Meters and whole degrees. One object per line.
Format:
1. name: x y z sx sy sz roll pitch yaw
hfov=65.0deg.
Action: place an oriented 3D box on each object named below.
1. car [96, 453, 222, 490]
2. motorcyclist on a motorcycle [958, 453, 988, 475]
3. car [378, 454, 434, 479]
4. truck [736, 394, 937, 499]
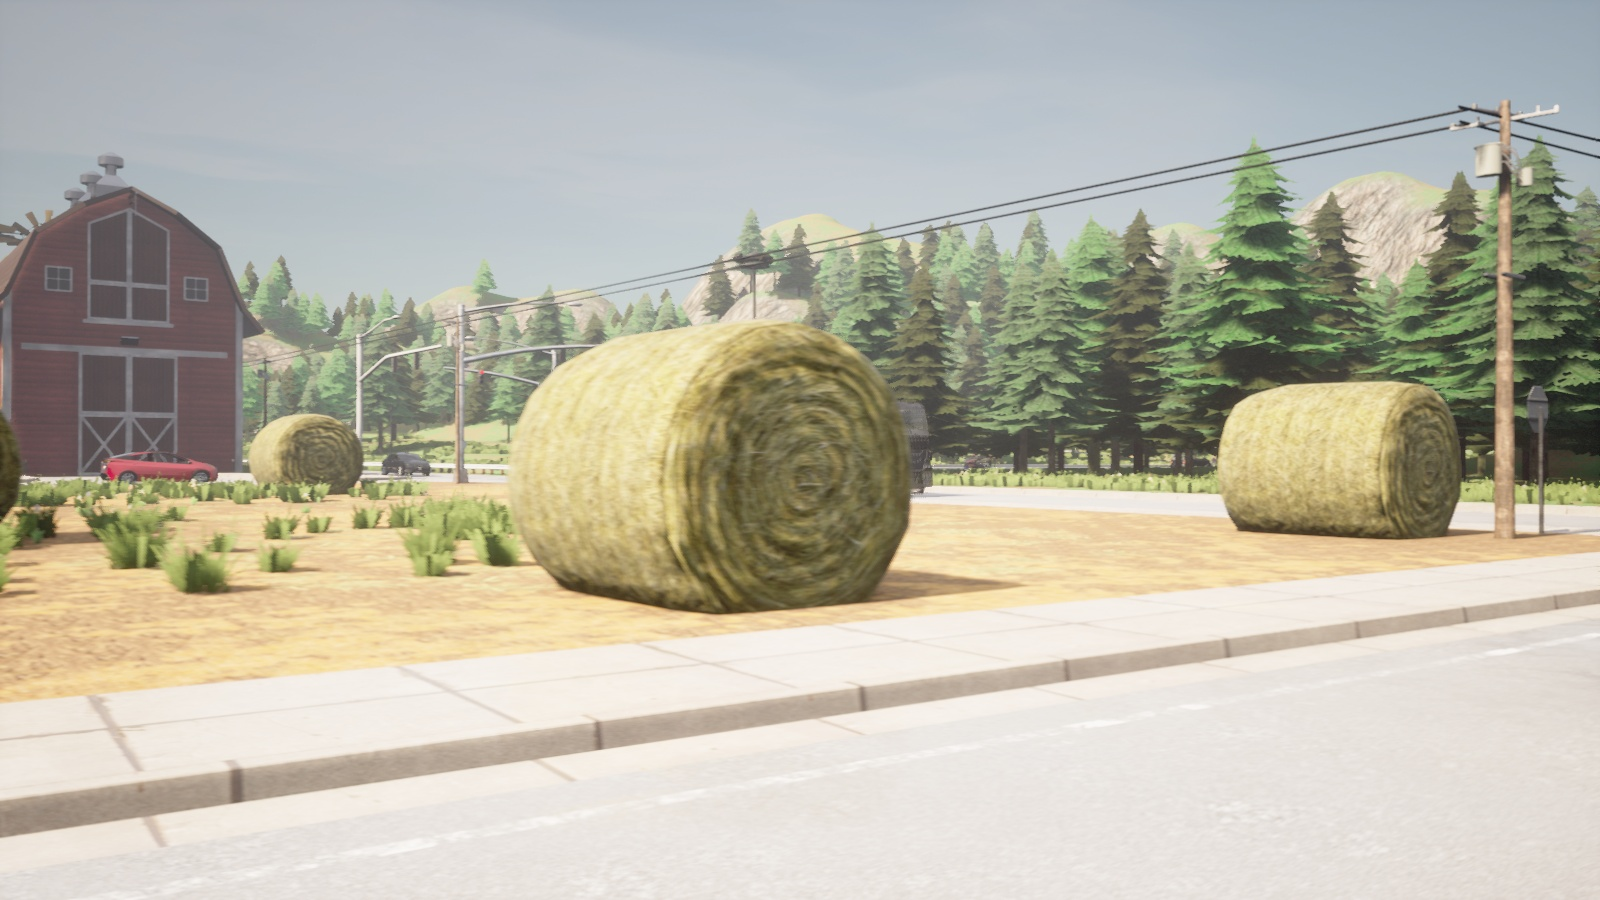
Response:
1. car: -27.493 0.886 53.896 4.514 1.525 2.007 0 0 -39
2. motorcyclist on a motorcycle: 12.469 0.983 90.298 2.191 1.530 0.866 0 0 -38
3. car: -24.944 1.032 79.375 1.837 1.490 4.892 0 0 -38
4. truck: 1.142 -0.093 45.532 2.891 3.462 7.936 0 0 -38
